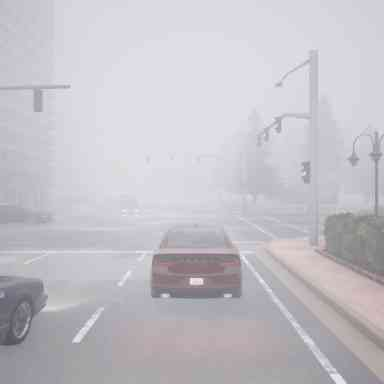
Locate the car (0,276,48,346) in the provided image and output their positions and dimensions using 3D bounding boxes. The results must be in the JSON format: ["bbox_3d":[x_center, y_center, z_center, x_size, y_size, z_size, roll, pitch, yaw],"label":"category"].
[{"bbox_3d":[-3.428,1.547,3.309,2.033,1.411,5.357,0,0,0],"label":"car"}]

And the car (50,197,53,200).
[{"bbox_3d":[-35.598,1.468,79.847,4.181,1.385,1.994,0,0,9],"label":"car"}]

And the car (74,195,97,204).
[{"bbox_3d":[-20.133,1.491,64.096,4.902,1.511,2.128,0,0,43],"label":"car"}]

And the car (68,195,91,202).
[{"bbox_3d":[-25.773,1.478,76.370,5.008,1.535,1.882,0,0,24],"label":"car"}]

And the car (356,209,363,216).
[{"bbox_3d":[15.618,1.581,26.570,4.674,1.442,1.812,0,0,0],"label":"car"}]

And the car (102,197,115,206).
[{"bbox_3d":[-13.544,1.547,56.255,2.033,1.411,5.357,0,0,-33],"label":"car"}]

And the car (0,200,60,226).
[{"bbox_3d":[-12.135,1.542,23.109,4.892,1.490,1.837,0,0,0],"label":"car"}]

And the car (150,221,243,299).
[{"bbox_3d":[0.094,1.478,8.536,1.882,1.535,5.008,0,0,0],"label":"car"}]

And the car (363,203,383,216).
[{"bbox_3d":[14.881,1.560,22.895,4.892,1.490,1.837,0,0,0],"label":"car"}]

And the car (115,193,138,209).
[{"bbox_3d":[-9.042,1.221,46.690,2.150,2.045,5.566,0,0,-20],"label":"car"}]

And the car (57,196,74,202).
[{"bbox_3d":[-27.152,1.540,73.161,5.357,1.411,2.033,0,0,24],"label":"car"}]
